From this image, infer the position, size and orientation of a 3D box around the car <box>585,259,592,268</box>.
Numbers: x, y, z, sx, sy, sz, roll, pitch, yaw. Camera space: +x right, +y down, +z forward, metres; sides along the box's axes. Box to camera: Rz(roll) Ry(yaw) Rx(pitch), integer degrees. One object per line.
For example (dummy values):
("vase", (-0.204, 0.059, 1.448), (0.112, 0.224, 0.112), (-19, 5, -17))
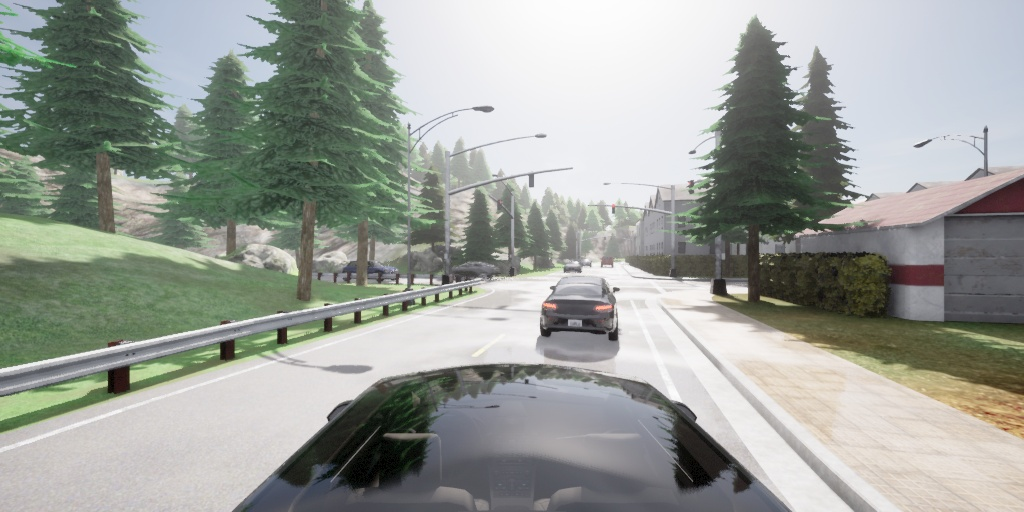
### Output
("car", (13.065, 1.243, 63.403), (2.128, 1.511, 4.902), (0, 0, 16))

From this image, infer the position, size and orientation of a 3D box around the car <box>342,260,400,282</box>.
("car", (-11.349, 1.117, 29.000), (4.553, 1.767, 2.097), (0, 0, 15))

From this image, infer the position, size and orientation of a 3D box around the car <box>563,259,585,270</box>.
("car", (7.363, 1.313, 43.194), (1.994, 1.385, 4.181), (0, 0, 16))

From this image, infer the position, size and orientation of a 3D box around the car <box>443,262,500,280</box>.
("car", (-3.443, 1.254, 30.399), (4.902, 1.511, 2.128), (0, 0, 13))

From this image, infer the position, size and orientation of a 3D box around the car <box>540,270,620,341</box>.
("car", (1.960, 1.276, 9.924), (1.812, 1.442, 4.674), (0, 0, 15))
